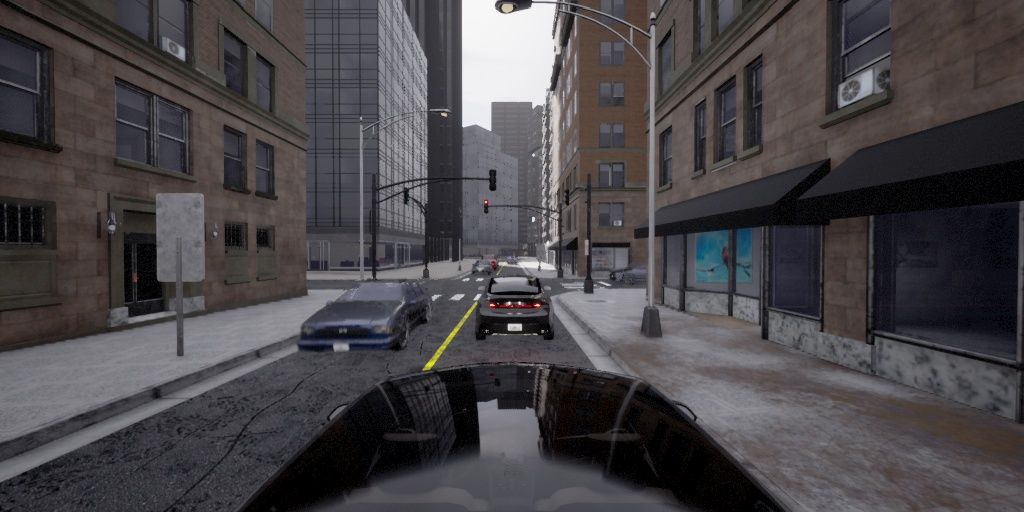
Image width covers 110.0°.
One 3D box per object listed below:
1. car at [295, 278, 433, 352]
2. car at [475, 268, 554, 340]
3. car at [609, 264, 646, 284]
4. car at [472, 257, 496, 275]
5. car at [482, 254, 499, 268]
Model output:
[{"bbox_3d":[-3.276,1.295,9.246,2.033,1.411,5.357,0,0,-3],"label":"car"},{"bbox_3d":[0.073,1.252,9.961,1.837,1.490,4.892,0,0,0],"label":"car"},{"bbox_3d":[9.020,1.227,25.146,4.181,1.385,1.994,0,1,0],"label":"car"},{"bbox_3d":[-3.124,1.162,37.952,2.128,1.511,4.902,0,0,0],"label":"car"},{"bbox_3d":[-3.138,0.808,48.256,2.150,2.045,5.566,0,1,0],"label":"car"}]
